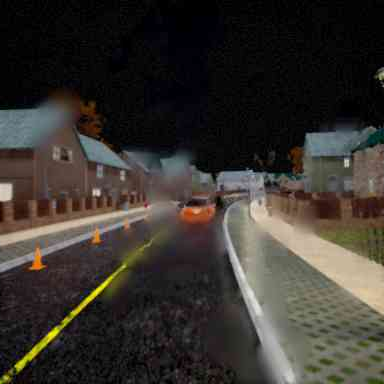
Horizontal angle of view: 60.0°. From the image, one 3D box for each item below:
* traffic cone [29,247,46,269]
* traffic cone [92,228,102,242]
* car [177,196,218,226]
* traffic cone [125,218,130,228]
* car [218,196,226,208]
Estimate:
[{"bbox_3d":[-4.495,1.911,9.683,0.340,0.580,0.340,0,0,3],"label":"traffic cone"},{"bbox_3d":[-4.216,1.888,14.726,0.340,0.580,0.340,0,0,4],"label":"traffic cone"},{"bbox_3d":[0.478,1.234,22.529,2.097,1.767,4.553,0,0,5],"label":"car"},{"bbox_3d":[-3.832,1.858,19.763,0.340,0.580,0.340,0,0,5],"label":"traffic cone"},{"bbox_3d":[3.183,1.201,41.718,1.812,1.442,4.674,0,1,10],"label":"car"}]
